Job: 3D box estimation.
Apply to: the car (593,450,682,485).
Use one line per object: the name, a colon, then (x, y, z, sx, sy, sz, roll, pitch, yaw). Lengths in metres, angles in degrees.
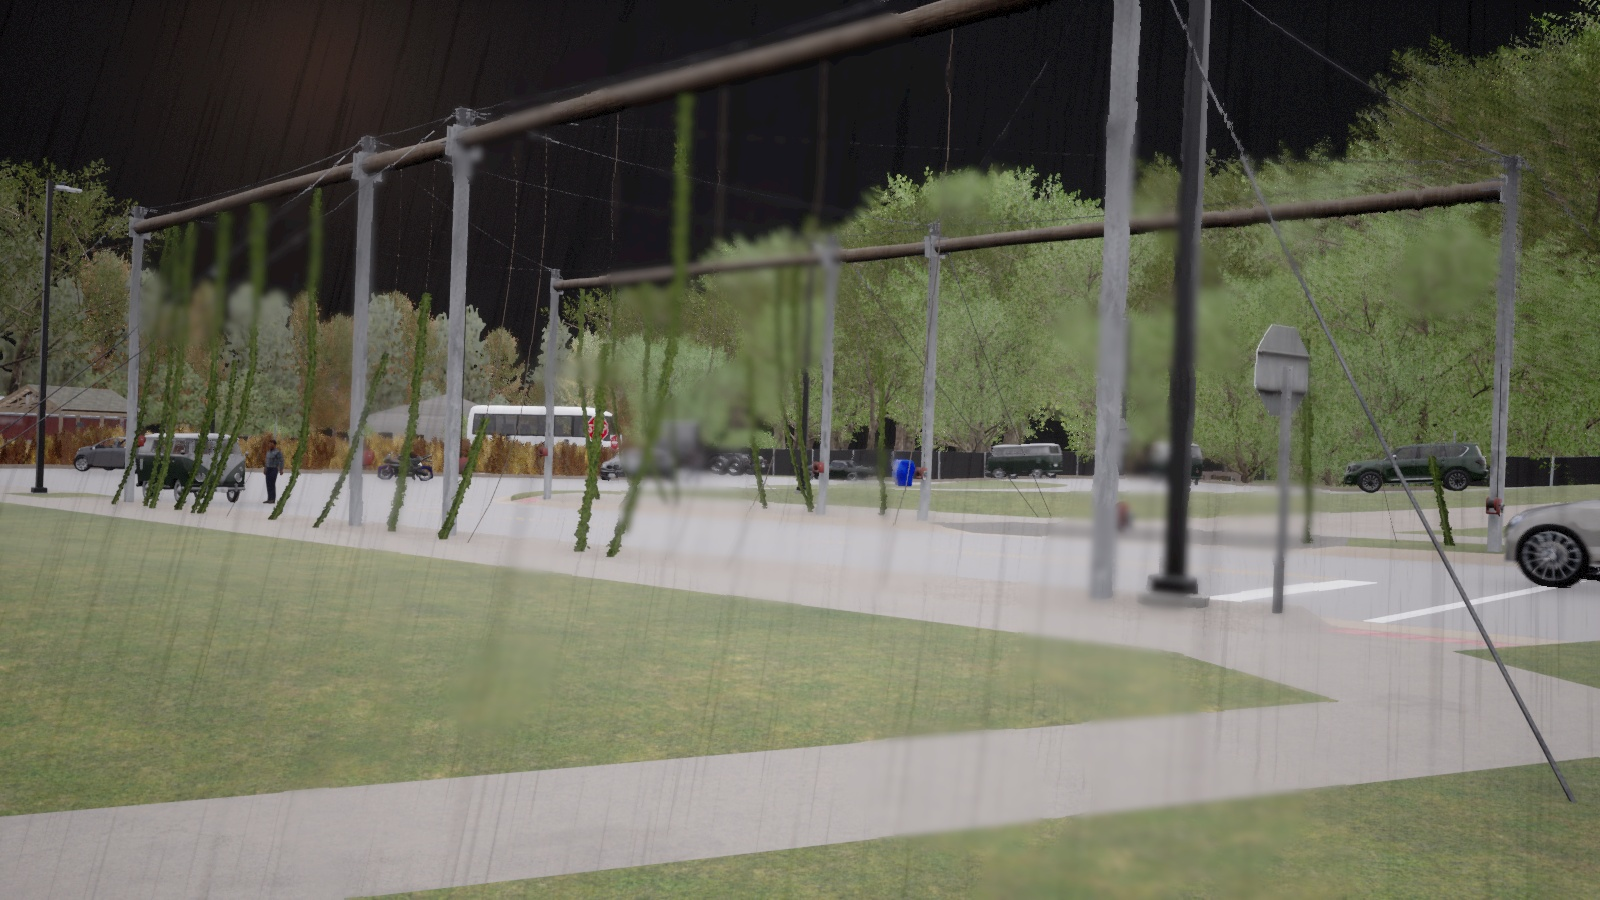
car: (-8.253, 0.922, 64.197, 2.242, 1.667, 4.611, 1, -1, 27)

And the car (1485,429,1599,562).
car: (11.529, 0.554, 15.417, 2.152, 1.651, 5.027, 1, -1, -43)

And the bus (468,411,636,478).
bus: (-16.411, -0.398, 83.295, 10.273, 4.253, 3.944, 0, 1, 14)

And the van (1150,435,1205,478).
van: (18.100, 0.296, 60.386, 1.775, 1.987, 4.442, 0, 0, 6)

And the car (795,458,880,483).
car: (2.266, 1.210, 75.288, 4.718, 1.301, 1.895, 2, 1, 22)

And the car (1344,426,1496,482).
car: (26.278, 0.185, 53.496, 5.566, 2.045, 2.150, -3, -1, 22)

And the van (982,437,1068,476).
van: (12.742, 0.386, 71.205, 4.442, 1.987, 1.775, -4, -2, 42)

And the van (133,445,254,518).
van: (-17.786, 0.882, 36.752, 4.442, 1.987, 1.775, 0, -1, 44)

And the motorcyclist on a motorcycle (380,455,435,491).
motorcyclist on a motorcycle: (-16.921, 0.985, 54.116, 2.191, 1.530, 0.866, 0, 1, -21)

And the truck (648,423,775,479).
truck: (-5.777, 0.028, 81.616, 7.936, 3.462, 2.891, 0, 1, 27)

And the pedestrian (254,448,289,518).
pedestrian: (-15.067, 0.925, 35.820, 0.423, 1.949, 0.788, 1, 0, 30)

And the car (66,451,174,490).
car: (-28.300, 0.828, 52.299, 3.633, 1.501, 1.845, 1, 1, 14)

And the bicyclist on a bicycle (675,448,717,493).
bicyclist on a bicycle: (-4.239, 0.842, 51.105, 0.659, 1.776, 1.843, 1, -2, -44)
